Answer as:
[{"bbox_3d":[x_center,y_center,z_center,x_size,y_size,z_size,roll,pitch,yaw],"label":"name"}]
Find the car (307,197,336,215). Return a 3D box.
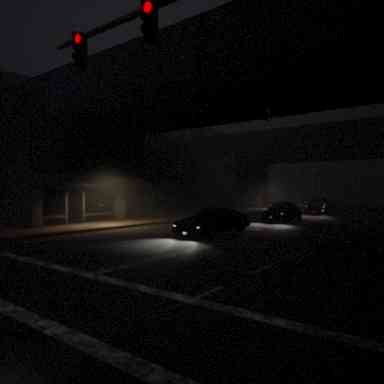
[{"bbox_3d":[13.014,1.330,33.701,2.097,1.767,4.553,0,0,36],"label":"car"}]

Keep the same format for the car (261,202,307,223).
[{"bbox_3d":[6.930,1.504,25.412,1.812,1.442,4.674,0,0,36],"label":"car"}]

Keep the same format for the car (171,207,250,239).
[{"bbox_3d":[1.208,1.525,17.620,2.033,1.411,5.357,0,0,36],"label":"car"}]
